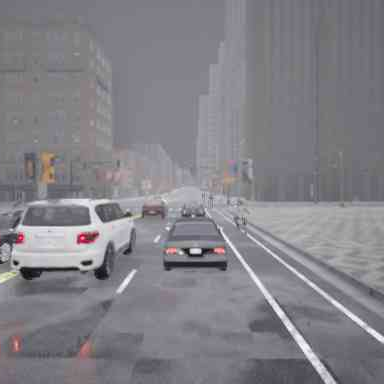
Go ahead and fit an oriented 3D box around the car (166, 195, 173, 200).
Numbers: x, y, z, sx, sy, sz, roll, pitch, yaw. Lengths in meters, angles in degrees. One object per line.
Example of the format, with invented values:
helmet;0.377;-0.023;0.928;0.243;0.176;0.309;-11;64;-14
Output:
car;-6.500;1.436;93.482;1.895;1.301;4.718;0;0;0

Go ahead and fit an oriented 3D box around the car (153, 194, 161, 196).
car;-9.750;1.319;93.512;1.882;1.535;5.008;0;0;0

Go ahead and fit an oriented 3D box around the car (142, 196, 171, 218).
car;-3.150;1.407;28.806;1.882;1.535;5.008;0;0;0

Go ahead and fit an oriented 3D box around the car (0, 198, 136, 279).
car;-3.162;1.194;10.073;2.150;2.045;5.566;0;0;0

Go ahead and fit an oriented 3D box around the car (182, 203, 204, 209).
car;0.095;1.534;27.220;1.895;1.301;4.718;0;0;0

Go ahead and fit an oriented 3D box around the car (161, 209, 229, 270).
car;0.095;1.517;10.818;2.033;1.411;5.357;0;0;0
